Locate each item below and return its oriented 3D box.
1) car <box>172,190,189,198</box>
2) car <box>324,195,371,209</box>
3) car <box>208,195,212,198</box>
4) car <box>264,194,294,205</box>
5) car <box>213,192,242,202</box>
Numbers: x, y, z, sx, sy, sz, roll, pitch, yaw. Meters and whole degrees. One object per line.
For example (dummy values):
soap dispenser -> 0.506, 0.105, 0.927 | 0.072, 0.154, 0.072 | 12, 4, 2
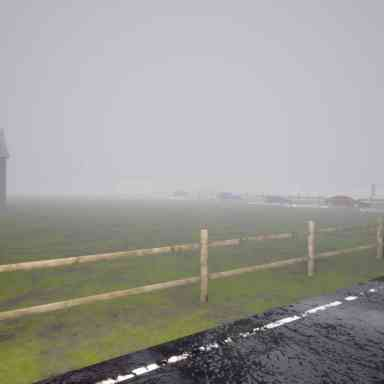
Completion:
car -> -2.497, 0.439, 72.587 | 1.837, 1.490, 4.892 | 0, 1, -36
car -> 17.711, 1.112, 38.062 | 1.882, 1.535, 5.008 | 0, 1, -35
car -> 5.017, 0.764, 62.221 | 1.895, 1.301, 4.718 | 0, 1, -36
car -> 11.996, 1.020, 46.096 | 1.994, 1.385, 4.181 | 0, 1, -34
car -> 6.103, 0.752, 54.349 | 1.882, 1.535, 5.008 | 0, 1, -35
